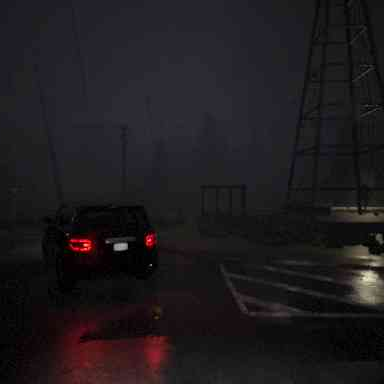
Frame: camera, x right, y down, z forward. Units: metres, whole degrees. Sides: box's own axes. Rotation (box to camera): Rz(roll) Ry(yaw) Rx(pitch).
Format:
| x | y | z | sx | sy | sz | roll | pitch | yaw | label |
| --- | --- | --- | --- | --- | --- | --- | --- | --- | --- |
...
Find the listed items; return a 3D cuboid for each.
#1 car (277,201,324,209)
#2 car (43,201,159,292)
| x | y | z | sx | sy | sz | roll | pitch | yaw | label |
| --- | --- | --- | --- | --- | --- | --- | --- | --- | --- |
| 10.878 | 1.627 | 32.497 | 5.008 | 1.535 | 1.882 | 0 | 0 | 2 | car |
| -2.827 | 1.267 | 9.451 | 2.150 | 2.045 | 5.566 | 0 | 0 | -29 | car |
